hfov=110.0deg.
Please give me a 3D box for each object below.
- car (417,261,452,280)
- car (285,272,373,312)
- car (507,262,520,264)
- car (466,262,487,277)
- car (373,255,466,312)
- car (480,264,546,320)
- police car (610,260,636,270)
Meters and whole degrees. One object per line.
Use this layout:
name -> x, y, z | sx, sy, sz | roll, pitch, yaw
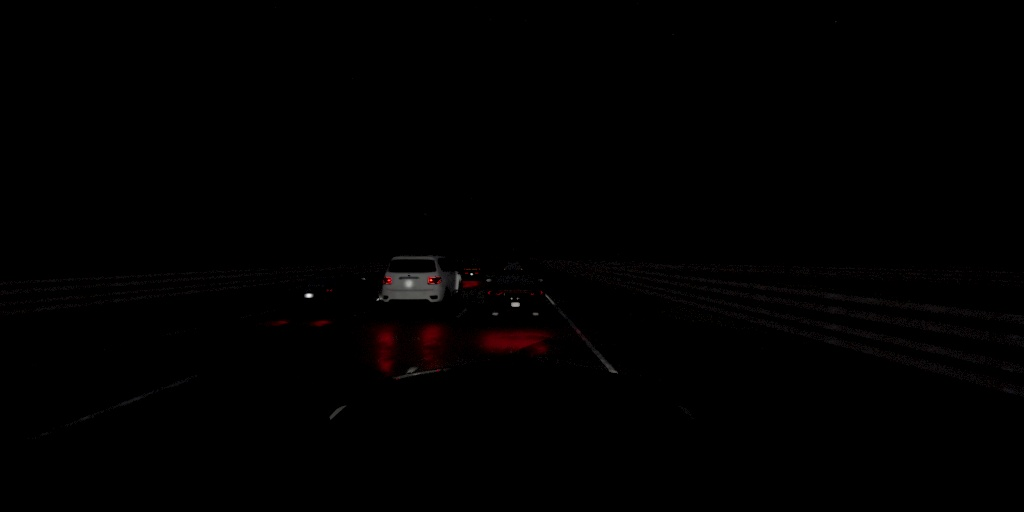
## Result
car -> -6.890, 1.262, 32.458 | 2.128, 1.511, 4.902 | 1, 0, 0
car -> -6.899, 1.318, 14.184 | 1.994, 1.385, 4.181 | 0, 0, 0
car -> 0.104, 1.306, 33.594 | 1.812, 1.442, 4.674 | 0, 0, 0
car -> -3.398, 1.283, 32.689 | 1.837, 1.490, 4.892 | 0, 0, 0
car -> -3.410, 0.976, 14.483 | 2.150, 2.045, 5.566 | 0, 0, 0
car -> 0.101, 1.231, 12.678 | 1.882, 1.535, 5.008 | 0, 0, 0
police car -> 17.836, 1.463, 58.151 | 2.038, 1.542, 4.974 | 0, 0, -17
